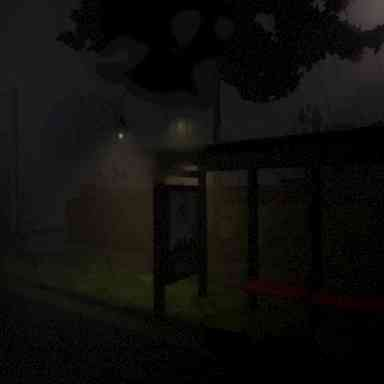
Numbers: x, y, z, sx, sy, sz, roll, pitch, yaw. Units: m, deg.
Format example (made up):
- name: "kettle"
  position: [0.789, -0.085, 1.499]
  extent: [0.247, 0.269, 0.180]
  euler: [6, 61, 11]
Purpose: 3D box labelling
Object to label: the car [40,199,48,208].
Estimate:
- name: "car"
  position: [-22.653, 1.593, 48.160]
  extent: [3.806, 1.475, 1.970]
  euler: [-1, 0, 36]
